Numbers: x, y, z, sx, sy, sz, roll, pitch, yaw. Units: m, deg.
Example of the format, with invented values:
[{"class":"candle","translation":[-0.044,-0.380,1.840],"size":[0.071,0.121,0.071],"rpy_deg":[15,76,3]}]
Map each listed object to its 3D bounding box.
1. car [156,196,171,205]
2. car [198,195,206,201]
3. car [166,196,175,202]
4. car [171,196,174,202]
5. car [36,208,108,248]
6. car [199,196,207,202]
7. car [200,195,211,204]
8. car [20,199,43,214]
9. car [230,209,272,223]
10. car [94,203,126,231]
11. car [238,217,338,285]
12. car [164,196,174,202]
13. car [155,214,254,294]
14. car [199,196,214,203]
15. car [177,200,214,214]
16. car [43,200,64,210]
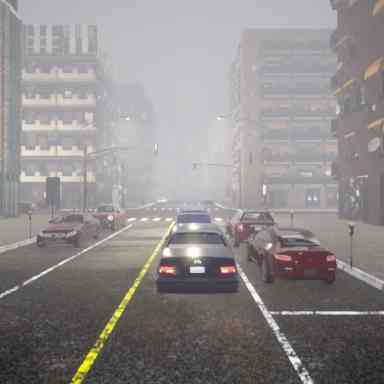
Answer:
[{"class":"car","translation":[-5.274,1.559,58.407],"size":[1.752,1.417,4.829],"rpy_deg":[1,0,0]},{"class":"car","translation":[2.621,1.599,86.958],"size":[2.008,1.369,4.403],"rpy_deg":[1,0,0]},{"class":"car","translation":[-5.262,1.590,81.261],"size":[1.887,1.381,4.507],"rpy_deg":[1,0,0]},{"class":"car","translation":[-5.268,1.565,69.749],"size":[1.752,1.417,4.829],"rpy_deg":[1,0,0]},{"class":"car","translation":[-5.303,1.592,14.815],"size":[1.802,1.307,4.206],"rpy_deg":[1,0,0]},{"class":"car","translation":[2.618,1.590,81.287],"size":[1.887,1.381,4.507],"rpy_deg":[1,0,0]},{"class":"car","translation":[2.610,1.477,64.274],"size":[1.967,1.590,4.097],"rpy_deg":[1,0,0]},{"class":"car","translation":[-17.545,1.254,31.882],"size":[5.009,1.841,2.192],"rpy_deg":[0,-1,0]},{"class":"car","translation":[2.584,1.450,14.833],"size":[1.967,1.590,4.097],"rpy_deg":[1,0,0]},{"class":"car","translation":[-5.302,1.453,20.364],"size":[1.967,1.590,4.097],"rpy_deg":[1,0,0]},{"class":"car","translation":[2.579,1.588,9.284],"size":[1.802,1.307,4.206],"rpy_deg":[1,0,0]},{"class":"car","translation":[-5.266,1.608,75.590],"size":[1.947,1.339,4.313],"rpy_deg":[1,0,0]},{"class":"car","translation":[0.105,1.553,8.940],"size":[2.033,1.411,5.357],"rpy_deg":[0,0,0]},{"class":"car","translation":[2.603,1.582,52.932],"size":[2.008,1.369,4.403],"rpy_deg":[1,0,0]},{"class":"car","translation":[0.103,1.490,19.581],"size":[1.882,1.535,5.008],"rpy_deg":[0,0,0]},{"class":"car","translation":[-17.602,1.607,39.758],"size":[4.313,1.339,1.947],"rpy_deg":[0,-1,0]}]
